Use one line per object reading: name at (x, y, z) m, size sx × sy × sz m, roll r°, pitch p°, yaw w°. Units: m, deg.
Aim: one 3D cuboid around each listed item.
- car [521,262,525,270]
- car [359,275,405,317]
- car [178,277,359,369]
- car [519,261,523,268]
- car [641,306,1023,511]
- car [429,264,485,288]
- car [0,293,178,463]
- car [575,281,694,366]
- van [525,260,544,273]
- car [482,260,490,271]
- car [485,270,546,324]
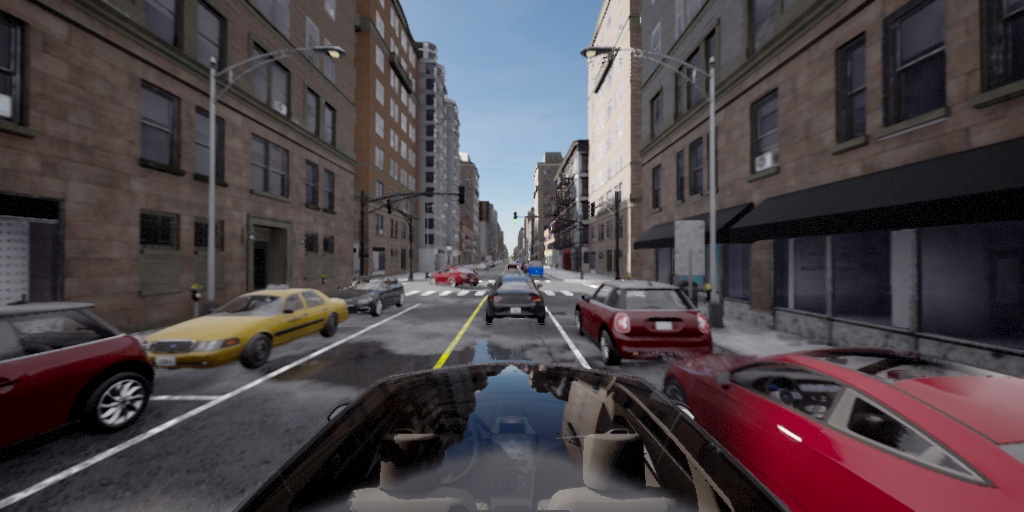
car at (2.684, 1.846, 52.115) m, size 1.802 × 1.307 × 4.207 m, roll 0°, pitch 0°, yaw 0°
car at (-5.378, 1.423, 13.672) m, size 2.007 × 1.370 × 4.403 m, roll 0°, pitch 0°, yaw 0°
car at (-5.383, 1.342, 7.984) m, size 1.751 × 1.417 × 4.829 m, roll 0°, pitch 0°, yaw 0°
car at (2.695, 1.958, 63.478) m, size 1.802 × 1.307 × 4.207 m, roll 0°, pitch 0°, yaw 0°
car at (2.636, 1.342, 2.636) m, size 1.802 × 1.307 × 4.207 m, roll 0°, pitch 0°, yaw 0°
car at (-4.266, 1.509, 26.182) m, size 1.812 × 1.442 × 4.674 m, roll 2°, pitch -1°, yaw -41°
car at (-5.389, 1.199, 2.637) m, size 1.967 × 1.591 × 4.097 m, roll 0°, pitch 0°, yaw 0°
car at (2.642, 1.256, 8.155) m, size 1.967 × 1.591 × 4.097 m, roll 0°, pitch 0°, yaw 0°
van at (2.673, 1.489, 40.753) m, size 1.690 × 1.789 × 3.998 m, roll 0°, pitch 0°, yaw 0°
car at (-5.330, 1.902, 63.309) m, size 1.751 × 1.417 × 4.829 m, roll 0°, pitch 0°, yaw 0°
car at (0.107, 1.385, 12.360) m, size 1.812 × 1.442 × 4.674 m, roll 0°, pitch -1°, yaw 0°
